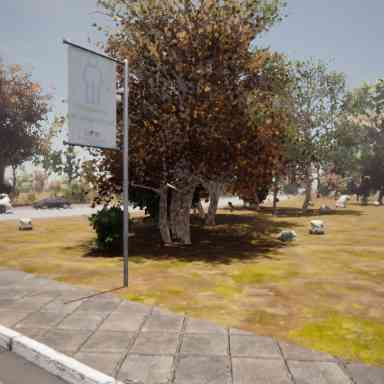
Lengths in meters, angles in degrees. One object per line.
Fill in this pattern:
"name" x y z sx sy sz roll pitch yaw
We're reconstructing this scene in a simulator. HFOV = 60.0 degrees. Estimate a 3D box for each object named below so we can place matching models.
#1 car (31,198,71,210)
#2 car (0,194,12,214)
"car" -17.981 1.493 42.553 1.837 1.490 4.892 0 0 38
"car" -21.033 1.221 33.094 2.150 2.045 5.566 0 0 39
